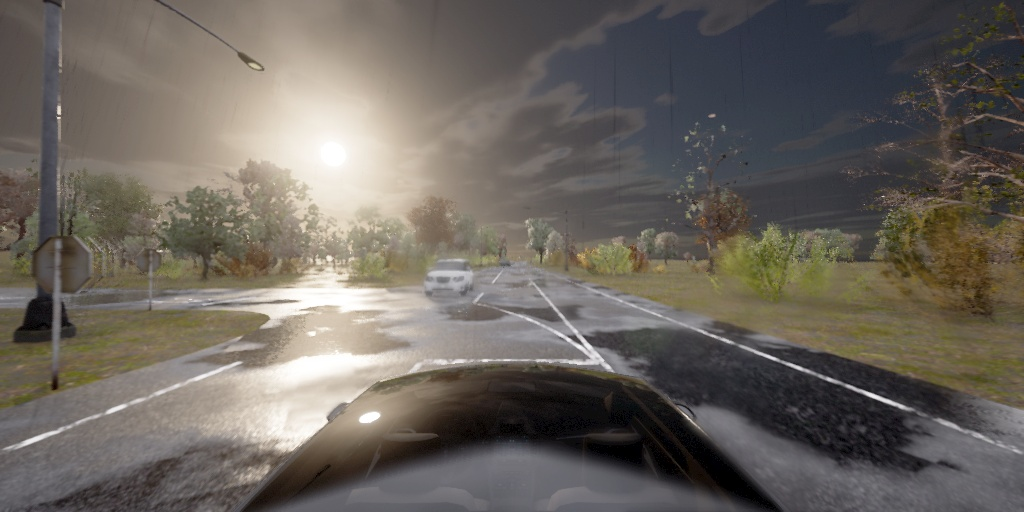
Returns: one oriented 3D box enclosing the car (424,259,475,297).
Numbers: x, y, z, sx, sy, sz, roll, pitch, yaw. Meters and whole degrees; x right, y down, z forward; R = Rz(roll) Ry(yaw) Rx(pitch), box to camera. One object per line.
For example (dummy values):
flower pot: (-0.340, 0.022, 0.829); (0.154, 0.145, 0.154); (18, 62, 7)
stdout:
car: (-3.444, 1.188, 20.692); (2.150, 2.045, 5.566); (0, -1, 0)
